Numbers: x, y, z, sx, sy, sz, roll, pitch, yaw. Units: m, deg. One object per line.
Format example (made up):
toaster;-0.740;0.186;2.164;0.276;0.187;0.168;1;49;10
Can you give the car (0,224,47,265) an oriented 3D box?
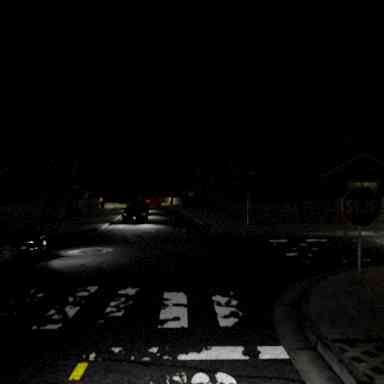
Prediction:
car;-7.686;1.676;11.473;4.892;1.490;1.837;-2;1;-11

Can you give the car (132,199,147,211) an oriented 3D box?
car;-7.178;1.670;45.299;1.837;1.490;4.892;0;0;-11

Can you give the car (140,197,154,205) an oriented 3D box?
car;-9.076;1.859;66.649;2.128;1.511;4.902;0;-1;-16

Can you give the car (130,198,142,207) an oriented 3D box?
car;-10.049;1.799;59.337;1.837;1.490;4.892;0;-1;-13

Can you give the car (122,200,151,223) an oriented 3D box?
car;-4.401;1.600;26.233;1.812;1.442;4.674;0;0;-6

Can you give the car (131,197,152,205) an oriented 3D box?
car;-5.555;1.593;35.428;1.882;1.535;5.008;0;0;-8

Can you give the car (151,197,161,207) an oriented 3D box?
car;-6.615;1.602;56.833;2.097;1.767;4.553;0;-1;-14
